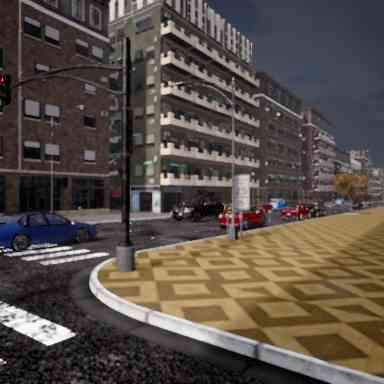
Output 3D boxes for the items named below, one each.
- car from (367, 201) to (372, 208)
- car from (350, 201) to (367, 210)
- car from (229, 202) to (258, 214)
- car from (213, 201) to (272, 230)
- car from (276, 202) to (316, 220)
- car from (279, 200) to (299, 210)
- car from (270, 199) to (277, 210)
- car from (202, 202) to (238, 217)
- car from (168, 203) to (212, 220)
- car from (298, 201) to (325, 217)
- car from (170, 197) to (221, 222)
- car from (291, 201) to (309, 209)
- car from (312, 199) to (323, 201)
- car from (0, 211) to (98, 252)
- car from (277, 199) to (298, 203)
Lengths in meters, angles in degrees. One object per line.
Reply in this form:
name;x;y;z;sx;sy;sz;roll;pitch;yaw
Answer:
car;36.005;2.619;68.892;2.008;1.369;4.403;-1;-1;35
car;29.508;2.457;59.649;1.947;1.339;4.313;-1;-1;35
car;6.463;1.994;41.317;1.947;1.339;4.313;-1;-1;35
car;3.521;1.626;22.675;1.967;1.590;4.097;-1;-1;35
car;10.018;1.907;31.917;1.887;1.381;4.507;-1;-1;35
car;16.208;2.133;55.185;1.967;1.590;4.097;-1;-1;35
car;9.711;2.061;45.939;1.887;1.381;4.507;-1;-1;35
car;3.116;1.863;36.556;1.752;1.417;4.829;-1;-1;35
car;-0.132;1.775;31.934;1.752;1.417;4.829;-1;-1;35
car;13.266;2.016;36.539;1.947;1.339;4.313;-1;-1;35
car;0.670;1.442;28.608;2.150;2.045;5.566;0;-1;35
car;19.456;2.326;59.805;1.887;1.381;4.507;-1;-1;35
car;25.953;2.273;69.054;2.192;1.841;5.009;-1;-1;35
car;-6.324;1.501;13.586;2.033;1.411;5.357;0;-2;27
car;14.272;2.096;47.818;1.837;1.490;4.892;0;-1;35
